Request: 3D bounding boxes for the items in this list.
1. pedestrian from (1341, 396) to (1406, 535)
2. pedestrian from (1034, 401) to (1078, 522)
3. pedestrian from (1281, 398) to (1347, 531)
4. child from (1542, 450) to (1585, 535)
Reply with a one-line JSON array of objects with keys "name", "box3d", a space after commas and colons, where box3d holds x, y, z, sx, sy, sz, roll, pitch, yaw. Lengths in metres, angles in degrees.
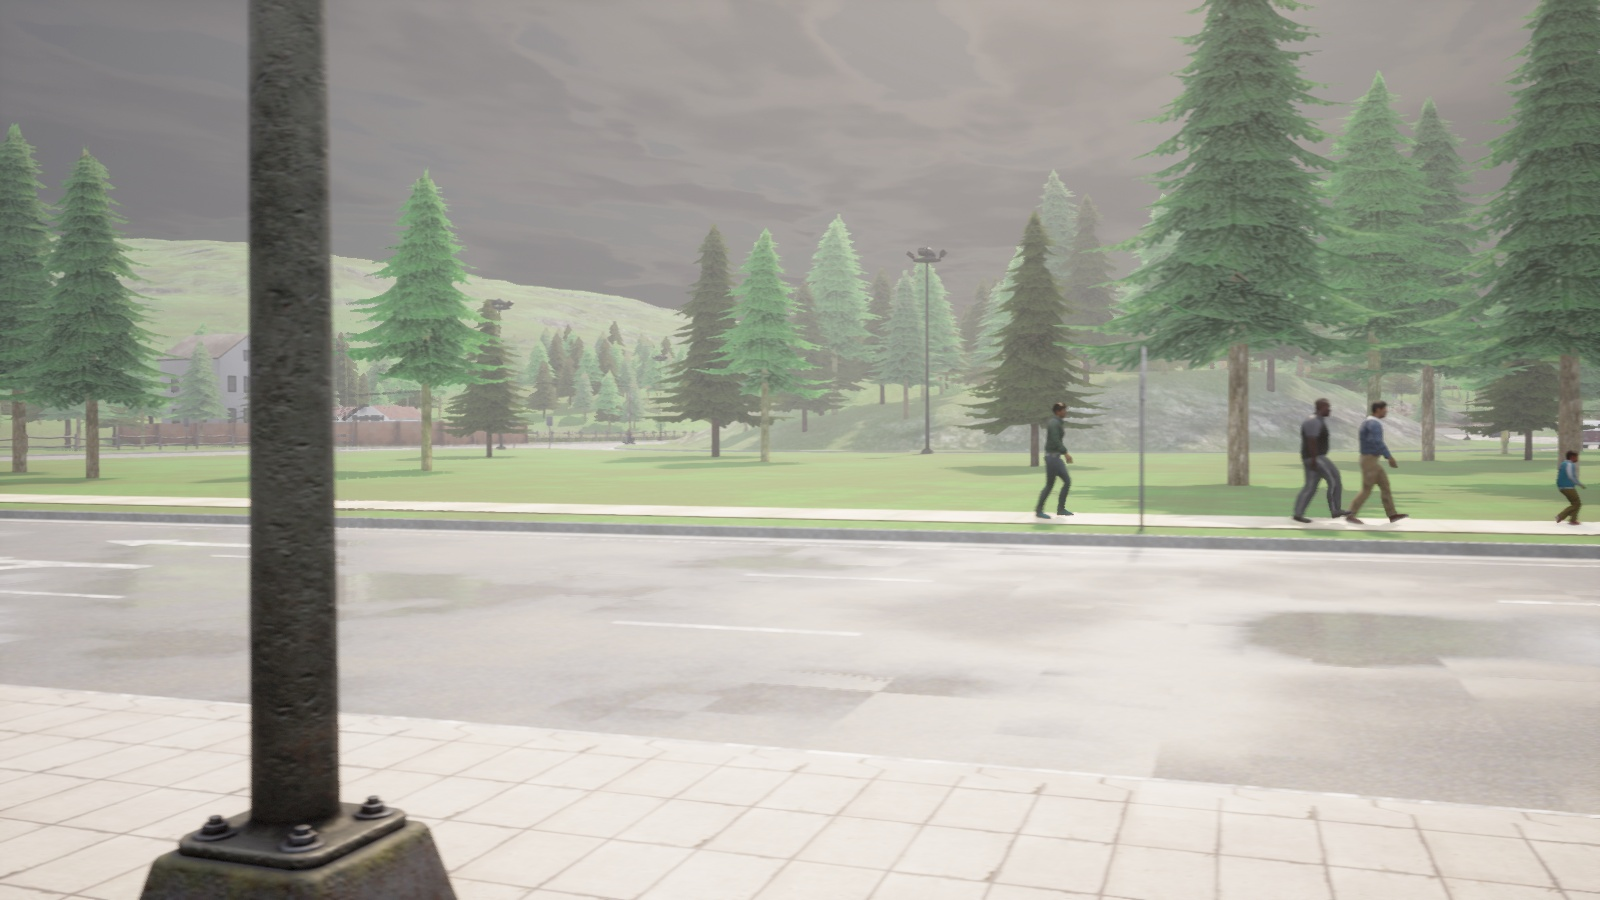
[{"name": "pedestrian", "box3d": [8.191, 0.209, 17.960, 0.788, 1.949, 0.423, 1, 1, 20]}, {"name": "pedestrian", "box3d": [3.961, 0.169, 19.416, 0.614, 1.847, 0.353, 1, 1, 20]}, {"name": "pedestrian", "box3d": [7.438, 0.202, 18.198, 0.849, 1.883, 0.563, 1, 1, 19]}, {"name": "child", "box3d": [10.895, 0.599, 17.934, 0.448, 1.192, 0.343, 1, 1, 19]}]
